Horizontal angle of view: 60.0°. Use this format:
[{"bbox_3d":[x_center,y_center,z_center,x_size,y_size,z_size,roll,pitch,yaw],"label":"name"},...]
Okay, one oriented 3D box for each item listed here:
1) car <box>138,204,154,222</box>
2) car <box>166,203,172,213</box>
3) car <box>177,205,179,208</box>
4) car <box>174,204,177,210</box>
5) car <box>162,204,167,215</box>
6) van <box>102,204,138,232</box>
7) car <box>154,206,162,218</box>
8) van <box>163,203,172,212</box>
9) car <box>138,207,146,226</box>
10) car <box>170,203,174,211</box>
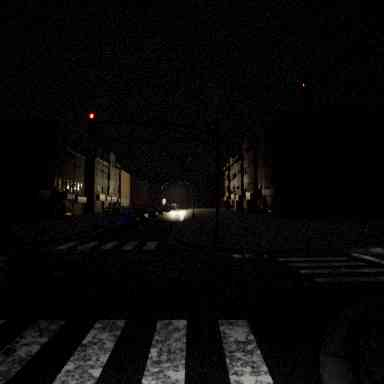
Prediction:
[{"bbox_3d":[-5.409,2.120,32.718,2.192,1.841,5.009,2,-2,0],"label":"car"},{"bbox_3d":[-5.495,3.344,64.438,1.887,1.381,4.507,1,-2,0],"label":"car"},{"bbox_3d":[-5.556,4.041,90.880,2.192,1.841,5.009,1,-2,0],"label":"car"},{"bbox_3d":[-5.548,4.086,85.586,2.008,1.369,4.403,1,-2,0],"label":"car"},{"bbox_3d":[-5.470,3.035,53.862,1.802,1.307,4.206,2,-2,0],"label":"car"},{"bbox_3d":[-5.390,1.905,24.415,1.690,1.788,3.998,2,-2,0],"label":"van"},{"bbox_3d":[-5.442,2.666,43.287,1.887,1.381,4.507,2,-2,0],"label":"car"},{"bbox_3d":[-5.517,3.501,75.019,1.690,1.788,3.998,1,-2,0],"label":"van"},{"bbox_3d":[-5.404,2.211,27.728,2.008,1.369,4.403,2,-2,0],"label":"car"},{"bbox_3d":[-5.506,3.419,69.728,1.967,1.590,4.097,1,-2,0],"label":"car"}]
